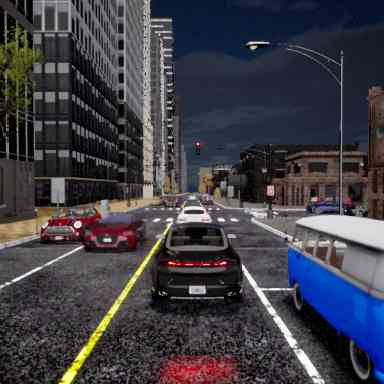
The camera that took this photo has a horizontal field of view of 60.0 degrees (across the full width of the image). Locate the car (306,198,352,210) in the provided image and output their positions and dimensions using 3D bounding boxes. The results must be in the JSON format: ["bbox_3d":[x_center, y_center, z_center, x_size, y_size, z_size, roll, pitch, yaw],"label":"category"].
[{"bbox_3d":[14.846,1.684,36.842,4.181,1.385,1.994,1,1,1],"label":"car"}]

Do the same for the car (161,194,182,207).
[{"bbox_3d":[-3.054,1.339,50.273,2.097,1.767,4.553,0,0,0],"label":"car"}]

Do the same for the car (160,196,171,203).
[{"bbox_3d":[-5.610,1.549,71.053,1.947,1.339,4.313,-1,0,0],"label":"car"}]

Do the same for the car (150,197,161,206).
[{"bbox_3d":[-5.795,1.512,53.951,1.752,1.417,4.829,-1,0,0],"label":"car"}]

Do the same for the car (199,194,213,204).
[{"bbox_3d":[2.726,1.425,59.703,1.967,1.590,4.097,-1,0,0],"label":"car"}]

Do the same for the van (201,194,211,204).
[{"bbox_3d":[2.729,1.325,65.347,1.690,1.788,3.998,-1,0,0],"label":"van"}]

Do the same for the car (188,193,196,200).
[{"bbox_3d":[0.075,1.257,91.018,2.097,1.767,4.553,0,0,0],"label":"car"}]

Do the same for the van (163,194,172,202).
[{"bbox_3d":[-5.609,1.323,76.697,1.690,1.788,3.998,-1,0,0],"label":"van"}]

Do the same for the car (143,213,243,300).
[{"bbox_3d":[0.104,1.502,8.374,1.837,1.490,4.892,0,0,0],"label":"car"}]

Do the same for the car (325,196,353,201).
[{"bbox_3d":[16.559,1.411,39.403,5.009,1.841,2.192,1,0,1],"label":"car"}]

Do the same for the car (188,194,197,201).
[{"bbox_3d":[0.067,1.504,81.015,1.812,1.442,4.674,0,0,0],"label":"car"}]

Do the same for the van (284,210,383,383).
[{"bbox_3d":[2.679,1.340,5.083,1.690,1.788,3.998,-1,0,0],"label":"van"}]

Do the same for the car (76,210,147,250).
[{"bbox_3d":[-3.089,1.560,14.108,1.994,1.385,4.181,0,0,0],"label":"car"}]

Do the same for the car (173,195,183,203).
[{"bbox_3d":[-2.942,1.461,70.111,1.882,1.535,5.008,0,0,0],"label":"car"}]

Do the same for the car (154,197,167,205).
[{"bbox_3d":[-5.619,1.551,59.764,1.947,1.339,4.313,-1,0,0],"label":"car"}]

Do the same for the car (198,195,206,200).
[{"bbox_3d":[2.756,1.531,93.568,2.008,1.369,4.403,-1,0,0],"label":"car"}]

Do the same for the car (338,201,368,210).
[{"bbox_3d":[16.443,1.793,31.026,4.313,1.339,1.947,1,0,1],"label":"car"}]

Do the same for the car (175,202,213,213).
[{"bbox_3d":[0.109,1.520,18.730,1.812,1.442,4.674,0,0,0],"label":"car"}]

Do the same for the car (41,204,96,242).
[{"bbox_3d":[-5.690,1.435,16.173,1.967,1.590,4.097,-1,0,0],"label":"car"}]
